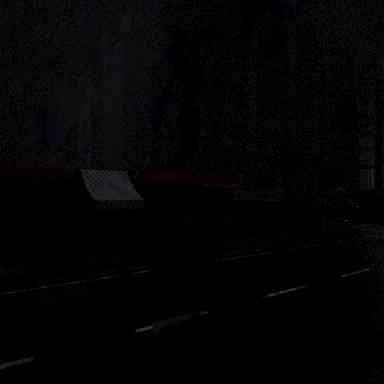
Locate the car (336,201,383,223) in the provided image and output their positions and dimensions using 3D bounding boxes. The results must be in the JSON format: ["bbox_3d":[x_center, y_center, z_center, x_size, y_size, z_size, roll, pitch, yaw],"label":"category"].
[{"bbox_3d":[12.961,1.564,23.087,1.895,1.301,4.718,0,1,-36],"label":"car"}]

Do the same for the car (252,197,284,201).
[{"bbox_3d":[6.278,1.470,32.333,1.812,1.442,4.674,0,0,-36],"label":"car"}]

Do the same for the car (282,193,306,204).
[{"bbox_3d":[17.141,1.114,57.714,1.905,1.878,3.866,0,0,-36],"label":"car"}]

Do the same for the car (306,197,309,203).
[{"bbox_3d":[19.534,1.114,59.424,1.905,1.878,3.866,0,0,-36],"label":"car"}]

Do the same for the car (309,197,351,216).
[{"bbox_3d":[13.061,1.297,28.918,2.097,1.767,4.553,0,0,-36],"label":"car"}]
